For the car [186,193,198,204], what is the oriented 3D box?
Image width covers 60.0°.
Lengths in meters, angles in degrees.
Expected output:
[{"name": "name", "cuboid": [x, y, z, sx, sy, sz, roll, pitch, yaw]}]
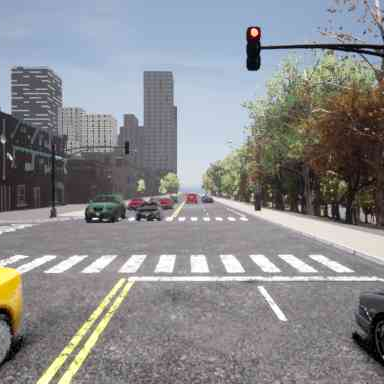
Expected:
[{"name": "car", "cuboid": [-0.020, 1.197, 65.156, 2.150, 2.045, 5.566, 0, 0, 0]}]

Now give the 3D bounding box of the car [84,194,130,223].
[{"name": "car", "cuboid": [-6.649, 1.215, 26.174, 2.150, 2.045, 5.566, 0, 0, 0]}]

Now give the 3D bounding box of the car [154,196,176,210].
[{"name": "car", "cuboid": [-3.428, 1.463, 42.836, 1.882, 1.535, 5.008, 0, 0, 0]}]

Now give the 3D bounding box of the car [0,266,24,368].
[{"name": "car", "cuboid": [-3.355, 1.477, 2.733, 1.882, 1.535, 5.008, 0, 0, 0]}]

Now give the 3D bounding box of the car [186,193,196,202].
[{"name": "car", "cuboid": [-0.136, 1.195, 75.692, 2.150, 2.045, 5.566, 0, 0, 0]}]

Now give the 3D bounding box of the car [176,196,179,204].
[{"name": "car", "cuboid": [-3.424, 1.483, 62.185, 1.837, 1.490, 4.892, 0, 0, 0]}]

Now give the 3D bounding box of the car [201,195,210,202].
[{"name": "car", "cuboid": [3.114, 1.447, 75.880, 1.882, 1.535, 5.008, 0, 0, 0]}]

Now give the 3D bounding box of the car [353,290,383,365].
[{"name": "car", "cuboid": [3.345, 1.547, 2.535, 2.033, 1.411, 5.357, 0, 0, 0]}]

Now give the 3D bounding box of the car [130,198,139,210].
[{"name": "car", "cuboid": [-6.673, 1.464, 41.315, 1.882, 1.535, 5.008, 0, 0, 0]}]

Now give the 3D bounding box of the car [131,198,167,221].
[{"name": "car", "cuboid": [-3.399, 1.498, 27.108, 1.837, 1.490, 4.892, 0, 0, 0]}]

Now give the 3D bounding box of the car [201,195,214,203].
[{"name": "car", "cuboid": [3.233, 1.539, 65.852, 1.994, 1.385, 4.181, 0, 0, 0]}]

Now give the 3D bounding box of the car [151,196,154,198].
[{"name": "car", "cuboid": [-6.678, 1.470, 61.308, 2.128, 1.511, 4.902, 0, 0, 0]}]
